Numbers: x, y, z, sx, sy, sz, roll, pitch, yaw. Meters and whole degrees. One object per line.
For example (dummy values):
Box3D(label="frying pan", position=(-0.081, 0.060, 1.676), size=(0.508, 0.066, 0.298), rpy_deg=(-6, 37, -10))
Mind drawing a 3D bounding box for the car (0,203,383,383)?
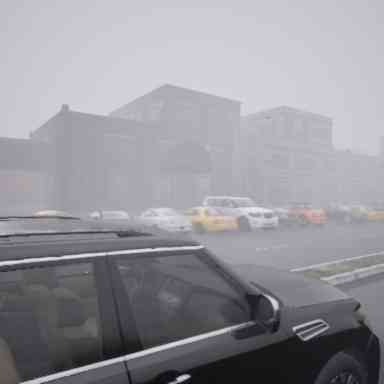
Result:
Box3D(label="car", position=(-0.823, 1.222, 2.545), size=(5.566, 2.045, 2.150), rpy_deg=(0, 0, -35))

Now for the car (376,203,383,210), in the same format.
Box3D(label="car", position=(14.056, 1.814, 29.188), size=(1.946, 1.575, 5.366), rpy_deg=(1, -1, -35))

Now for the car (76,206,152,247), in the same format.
Box3D(label="car", position=(-3.957, 1.528, 16.176), size=(2.002, 1.452, 4.674), rpy_deg=(0, 0, -35))

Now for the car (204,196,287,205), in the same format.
Box3D(label="car", position=(2.758, 1.315, 20.905), size=(2.435, 2.045, 5.566), rpy_deg=(1, 0, -35))

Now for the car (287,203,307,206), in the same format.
Box3D(label="car", position=(5.002, 1.646, 22.531), size=(2.002, 1.452, 4.674), rpy_deg=(1, -1, -35))

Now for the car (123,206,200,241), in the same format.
Box3D(label="car", position=(-1.787, 1.546, 17.710), size=(2.002, 1.452, 4.674), rpy_deg=(0, 0, -35))

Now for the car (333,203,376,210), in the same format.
Box3D(label="car", position=(11.894, 1.763, 27.433), size=(2.231, 1.521, 4.892), rpy_deg=(1, -1, -35))

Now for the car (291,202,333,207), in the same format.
Box3D(label="car", position=(7.286, 1.528, 24.116), size=(2.185, 1.767, 4.553), rpy_deg=(1, -1, -35))

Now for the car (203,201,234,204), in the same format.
Box3D(label="car", position=(0.366, 1.530, 19.470), size=(1.946, 1.575, 5.366), rpy_deg=(1, 0, -35))
